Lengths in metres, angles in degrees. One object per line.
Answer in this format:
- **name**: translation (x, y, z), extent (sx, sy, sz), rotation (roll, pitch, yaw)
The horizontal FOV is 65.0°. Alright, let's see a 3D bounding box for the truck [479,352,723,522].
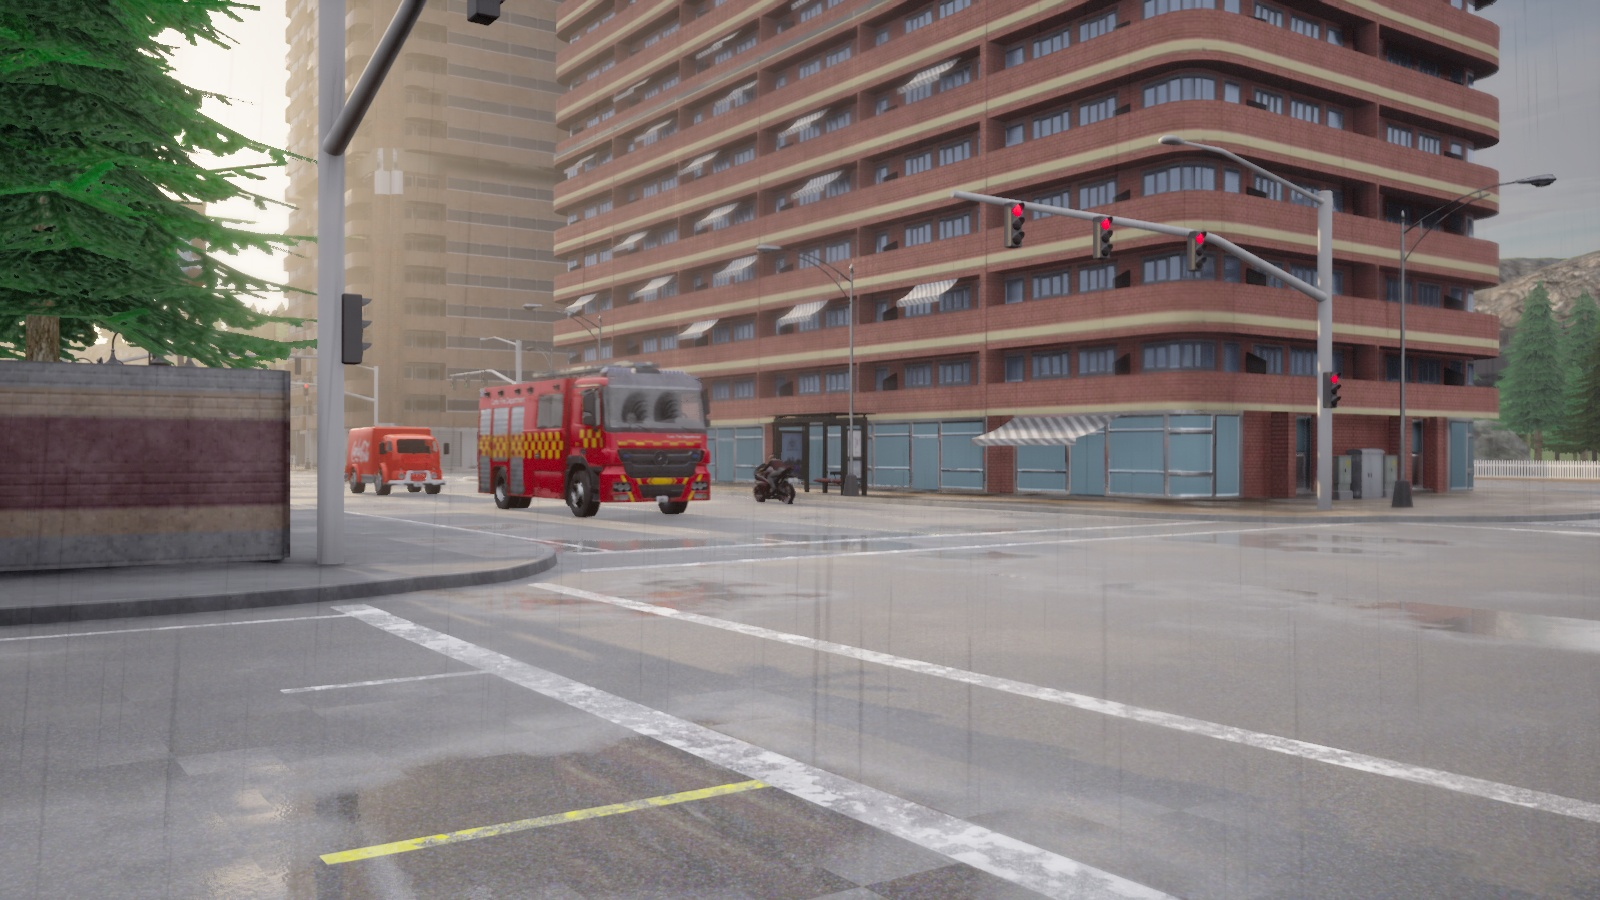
- **truck**: translation (-5.417, -0.276, 32.535), extent (2.891, 3.827, 8.468), rotation (0, 0, -34)

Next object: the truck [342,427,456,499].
- **truck**: translation (-14.862, 0.455, 46.322), extent (2.627, 2.467, 5.204), rotation (0, 0, -34)

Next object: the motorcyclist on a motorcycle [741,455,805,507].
- **motorcyclist on a motorcycle**: translation (-0.837, 0.926, 38.235), extent (0.866, 1.530, 2.191), rotation (0, 0, -34)
